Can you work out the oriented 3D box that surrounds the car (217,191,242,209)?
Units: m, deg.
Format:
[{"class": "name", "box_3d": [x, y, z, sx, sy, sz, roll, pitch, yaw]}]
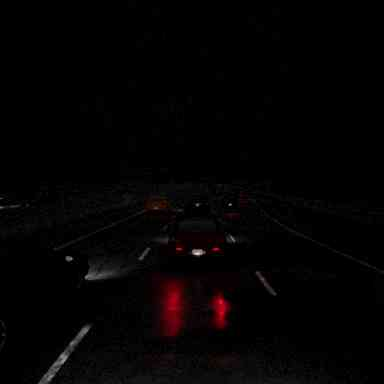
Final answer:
[{"class": "car", "box_3d": [4.141, 1.028, 37.634, 1.837, 1.490, 4.892, 0, 1, 2]}]

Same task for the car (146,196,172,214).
[{"class": "car", "box_3d": [-2.968, 1.144, 30.497, 1.882, 1.535, 5.008, 0, 1, 1]}]

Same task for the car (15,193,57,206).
[{"class": "car", "box_3d": [-16.992, 1.130, 36.460, 1.994, 1.385, 4.181, 0, 1, 2]}]

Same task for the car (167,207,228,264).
[{"class": "car", "box_3d": [0.177, 1.472, 11.493, 1.812, 1.442, 4.674, 0, 1, 1]}]

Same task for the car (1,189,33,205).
[{"class": "car", "box_3d": [-23.026, 0.631, 44.322, 2.150, 2.045, 5.566, 0, 1, -1]}]

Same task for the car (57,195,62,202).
[{"class": "car", "box_3d": [-20.063, 0.913, 46.863, 1.994, 1.385, 4.181, 0, 1, 2]}]

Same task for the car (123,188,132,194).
[{"class": "car", "box_3d": [-15.488, -0.229, 77.933, 2.033, 1.411, 5.357, 0, 2, 2]}]

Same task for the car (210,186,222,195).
[{"class": "car", "box_3d": [5.293, 0.002, 71.254, 2.097, 1.767, 4.553, 0, 2, 2]}]

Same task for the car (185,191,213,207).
[{"class": "car", "box_3d": [0.493, 1.045, 28.860, 2.097, 1.767, 4.553, 0, 1, 1]}]

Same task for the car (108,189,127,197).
[{"class": "car", "box_3d": [-12.798, 0.679, 56.014, 1.994, 1.385, 4.181, 0, 2, 2]}]

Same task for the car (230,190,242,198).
[{"class": "car", "box_3d": [8.586, 0.352, 65.169, 1.812, 1.442, 4.674, 0, 2, 2]}]

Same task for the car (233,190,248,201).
[{"class": "car", "box_3d": [8.110, 0.621, 55.123, 1.837, 1.490, 4.892, 0, 2, 4]}]

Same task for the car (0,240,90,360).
[{"class": "car", "box_3d": [-3.376, 1.532, 5.551, 2.033, 1.411, 5.357, 0, 0, 0]}]
